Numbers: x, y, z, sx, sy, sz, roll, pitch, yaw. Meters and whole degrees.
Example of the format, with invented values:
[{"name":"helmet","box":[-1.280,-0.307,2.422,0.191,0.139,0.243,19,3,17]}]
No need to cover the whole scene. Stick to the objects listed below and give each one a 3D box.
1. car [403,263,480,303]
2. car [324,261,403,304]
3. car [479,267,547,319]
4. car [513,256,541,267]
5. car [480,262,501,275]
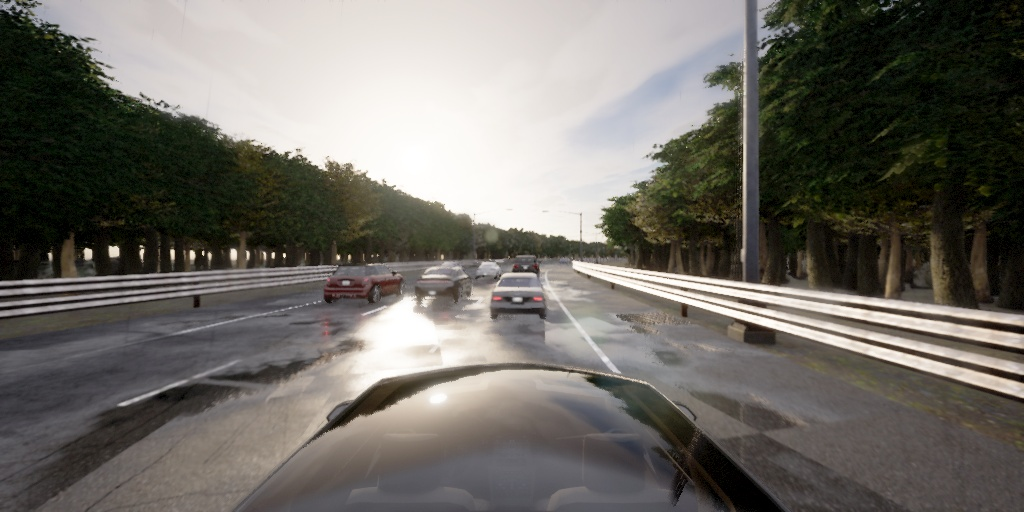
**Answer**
[{"name":"car","box":[-3.043,1.250,16.688,2.128,1.511,4.902,0,0,3]},{"name":"car","box":[-6.554,1.108,16.507,2.097,1.767,4.553,0,0,3]},{"name":"car","box":[0.276,1.303,12.866,2.033,1.411,5.357,0,0,3]},{"name":"car","box":[1.268,0.997,30.349,2.150,2.045,5.566,0,0,5]},{"name":"car","box":[-2.052,1.303,32.525,1.812,1.442,4.674,0,0,5]}]
